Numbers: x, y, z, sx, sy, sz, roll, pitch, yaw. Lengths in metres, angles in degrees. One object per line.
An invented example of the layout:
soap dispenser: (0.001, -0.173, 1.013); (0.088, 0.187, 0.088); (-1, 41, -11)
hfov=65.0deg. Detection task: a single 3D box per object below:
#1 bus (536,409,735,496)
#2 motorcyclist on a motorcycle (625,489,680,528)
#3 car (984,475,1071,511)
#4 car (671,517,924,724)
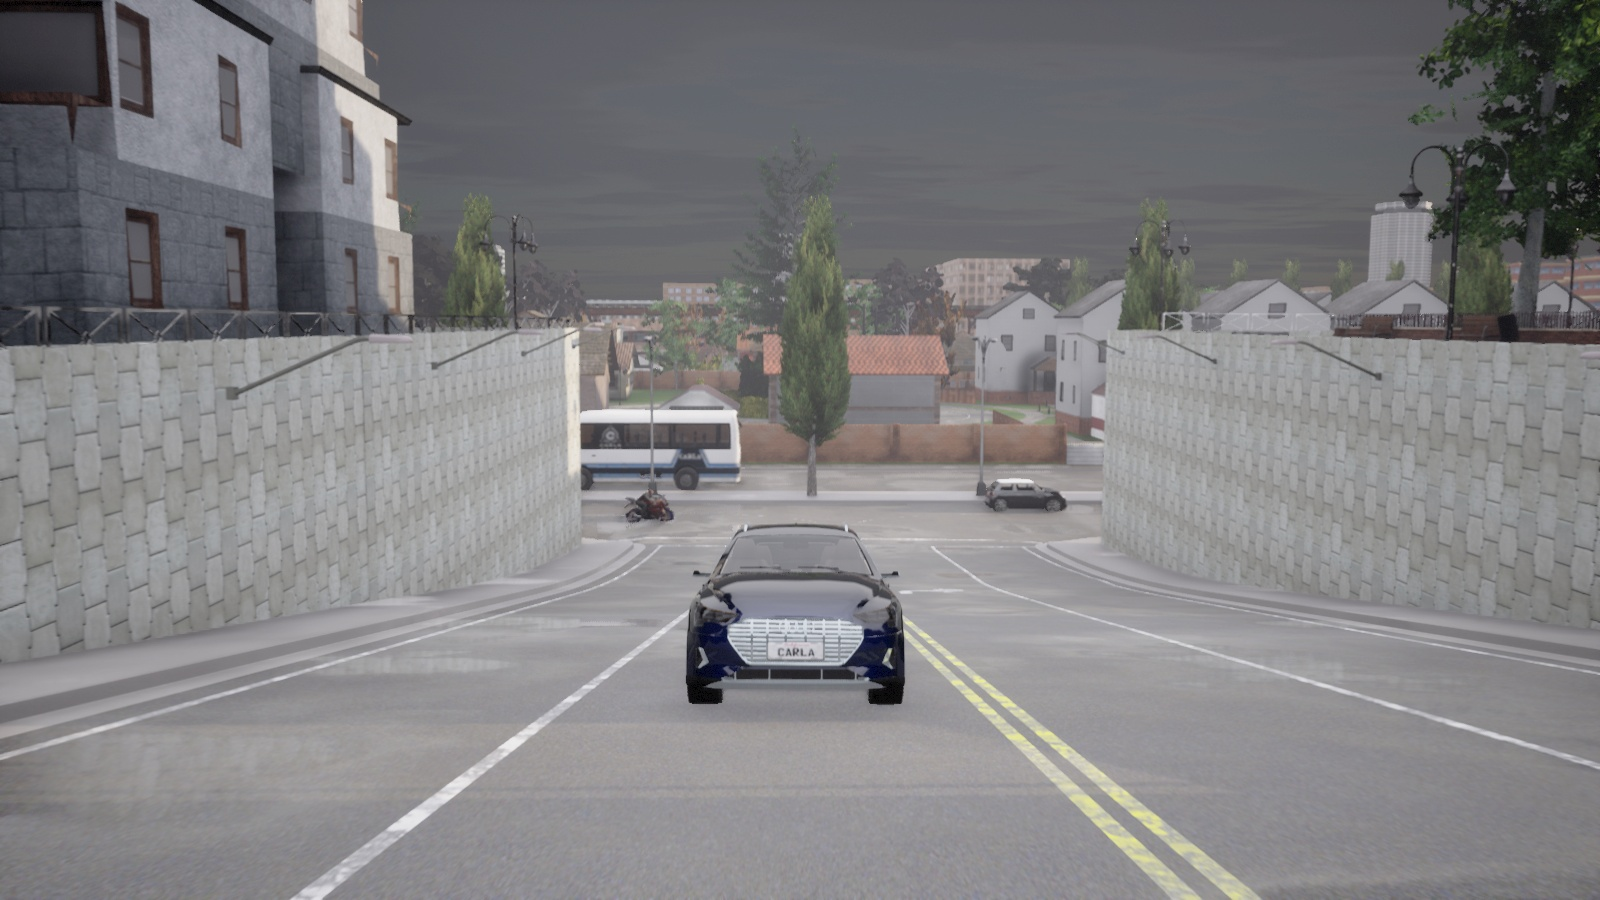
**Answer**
bus: (-8.778, 0.077, 68.288); (10.273, 4.253, 3.944); (0, 6, -1)
motorcyclist on a motorcycle: (-6.625, 2.630, 56.544); (2.191, 1.530, 0.866); (-3, 6, 11)
car: (11.009, 2.093, 60.916); (3.806, 1.475, 1.970); (0, 6, -1)
car: (-0.030, 1.537, 12.564); (2.033, 1.649, 4.856); (0, -4, 0)
